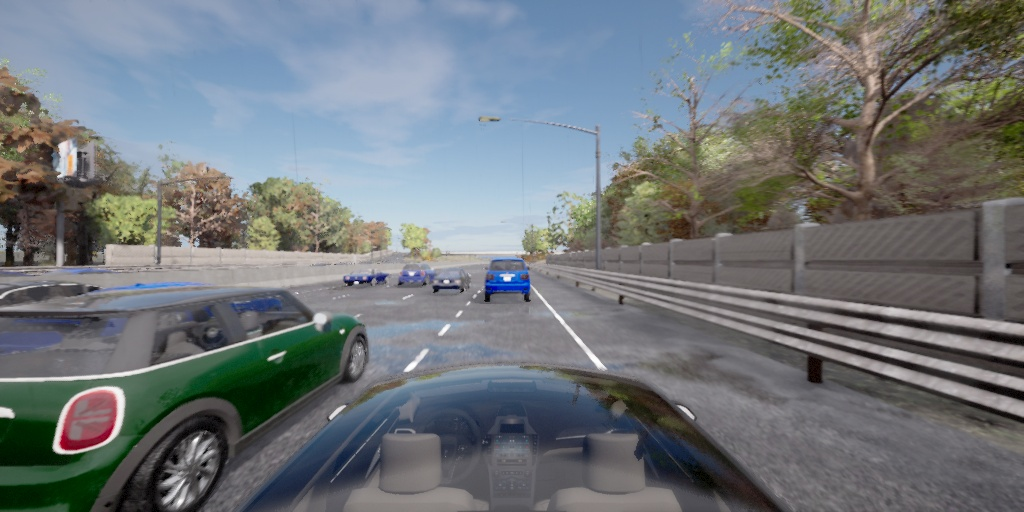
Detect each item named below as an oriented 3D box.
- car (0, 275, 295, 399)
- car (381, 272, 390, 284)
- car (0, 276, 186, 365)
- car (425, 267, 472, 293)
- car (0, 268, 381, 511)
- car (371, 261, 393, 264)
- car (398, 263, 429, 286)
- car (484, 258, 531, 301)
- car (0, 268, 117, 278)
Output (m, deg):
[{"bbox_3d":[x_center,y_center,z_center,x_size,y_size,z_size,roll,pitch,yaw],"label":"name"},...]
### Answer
[{"bbox_3d":[-7.017,1.277,7.570,1.882,1.535,5.008,0,-1,-1],"label":"car"},{"bbox_3d":[-10.725,1.575,26.899,1.895,1.301,4.718,0,-1,-1],"label":"car"},{"bbox_3d":[-10.526,1.307,8.144,1.837,1.490,4.892,0,-1,-1],"label":"car"},{"bbox_3d":[-3.679,1.485,22.477,2.033,1.411,5.357,0,-1,-1],"label":"car"},{"bbox_3d":[-3.484,1.124,4.332,2.097,1.767,4.553,0,-1,-1],"label":"car"},{"bbox_3d":[-21.714,1.677,61.316,2.097,1.767,4.553,0,-1,0],"label":"car"},{"bbox_3d":[-7.241,1.338,27.935,2.097,1.767,4.553,0,-1,-1],"label":"car"},{"bbox_3d":[-0.237,1.125,18.519,2.150,2.045,5.566,0,-1,-1],"label":"car"},{"bbox_3d":[-21.322,1.358,17.360,1.882,1.535,5.008,0,-1,-1],"label":"car"}]
